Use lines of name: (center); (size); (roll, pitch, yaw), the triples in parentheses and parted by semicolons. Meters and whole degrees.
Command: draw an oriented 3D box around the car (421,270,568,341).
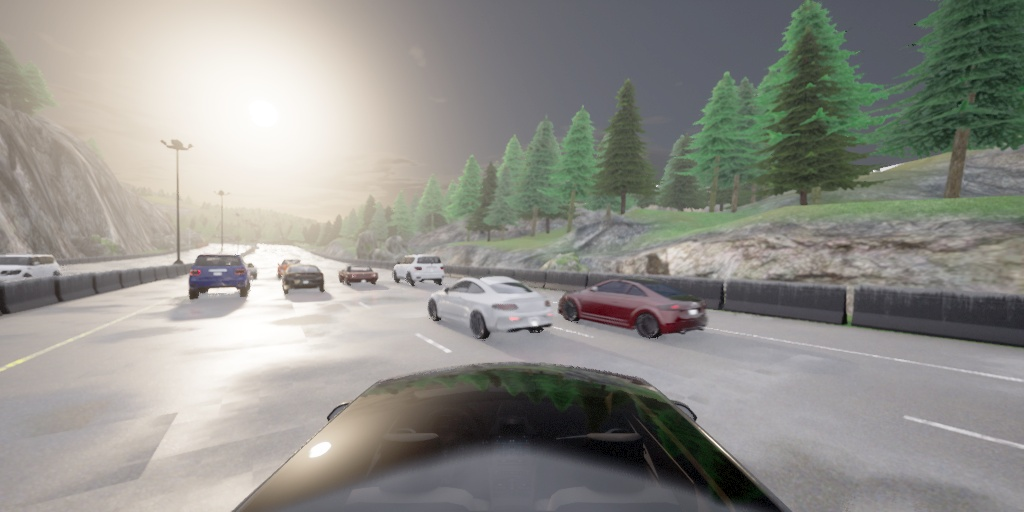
car: (-0.776, 1.272, 10.004); (1.812, 1.442, 4.674); (0, 0, -34)

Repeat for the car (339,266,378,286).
car: (-10.894, 1.323, 25.175); (1.895, 1.301, 4.718); (0, 0, -34)

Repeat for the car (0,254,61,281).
car: (-29.642, 0.910, 21.410); (2.150, 2.045, 5.566); (0, 0, -34)

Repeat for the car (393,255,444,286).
car: (-6.602, 0.952, 25.046); (2.150, 2.045, 5.566); (0, 0, -34)

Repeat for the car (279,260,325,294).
car: (-11.978, 1.200, 20.492); (1.882, 1.535, 5.008); (0, 0, -34)

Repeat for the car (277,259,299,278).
car: (-20.503, 1.054, 33.276); (2.097, 1.767, 4.553); (0, 0, -34)

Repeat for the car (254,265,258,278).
car: (-24.024, 1.297, 32.246); (1.895, 1.301, 4.718); (0, 0, -34)

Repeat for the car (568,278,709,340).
car: (3.246, 1.317, 10.280); (1.994, 1.385, 4.181); (0, 0, -34)

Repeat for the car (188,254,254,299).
car: (-14.738, 0.932, 18.309); (2.150, 2.045, 5.566); (0, -1, -34)
